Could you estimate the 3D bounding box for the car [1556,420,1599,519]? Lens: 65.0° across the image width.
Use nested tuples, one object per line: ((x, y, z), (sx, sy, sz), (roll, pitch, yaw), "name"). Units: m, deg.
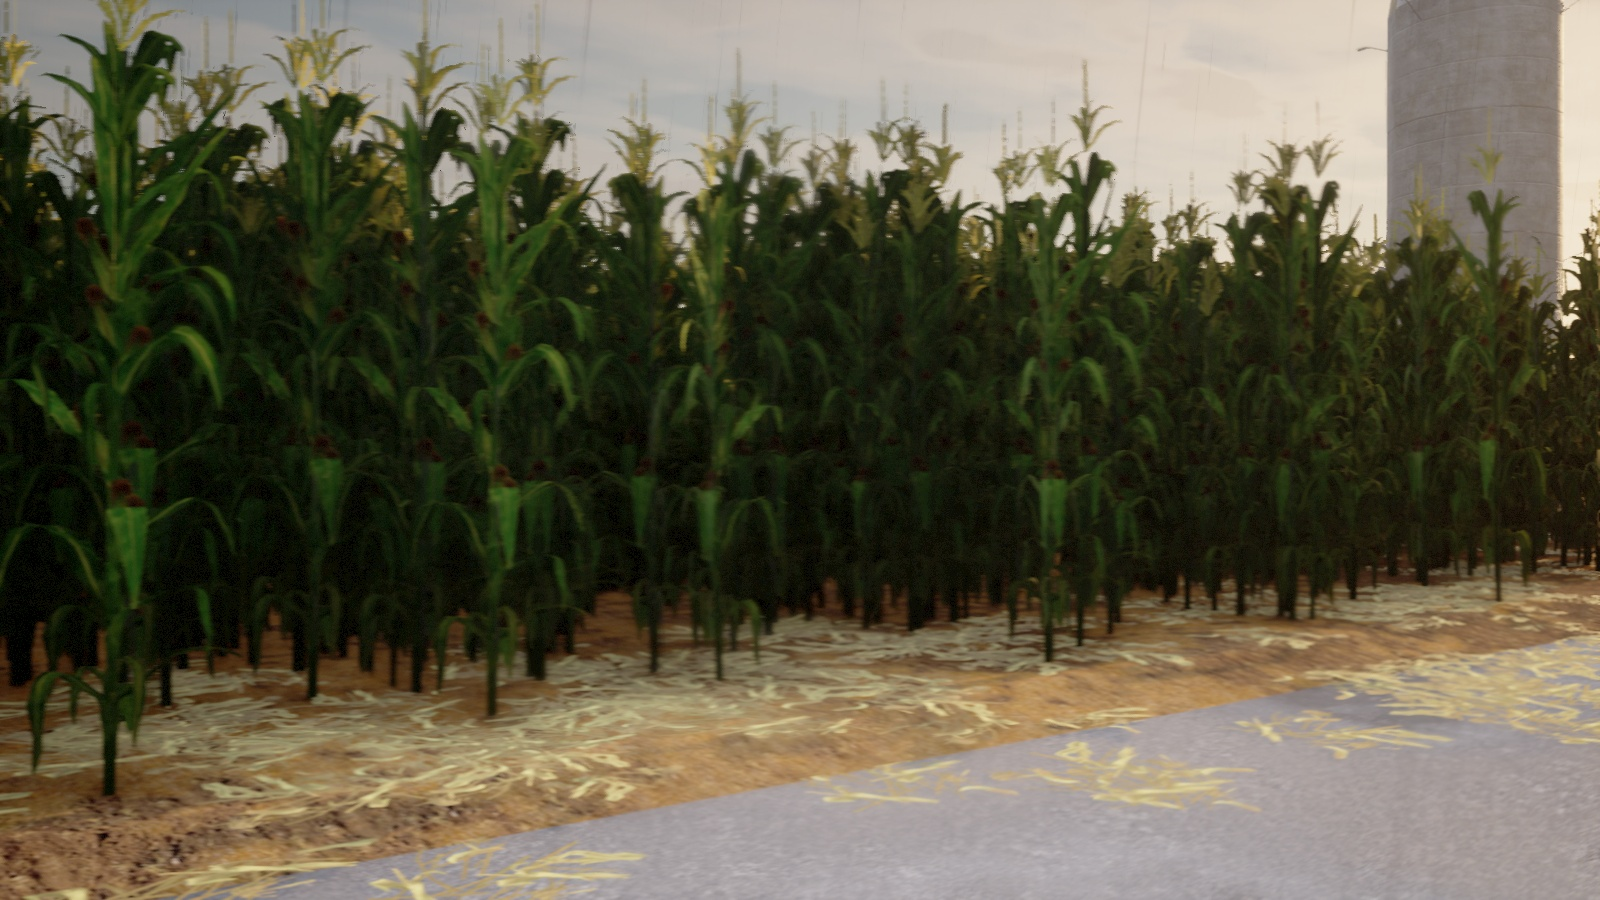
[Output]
((16.582, 0.361, 23.442), (1.905, 1.878, 3.866), (0, 0, -44), "car")
